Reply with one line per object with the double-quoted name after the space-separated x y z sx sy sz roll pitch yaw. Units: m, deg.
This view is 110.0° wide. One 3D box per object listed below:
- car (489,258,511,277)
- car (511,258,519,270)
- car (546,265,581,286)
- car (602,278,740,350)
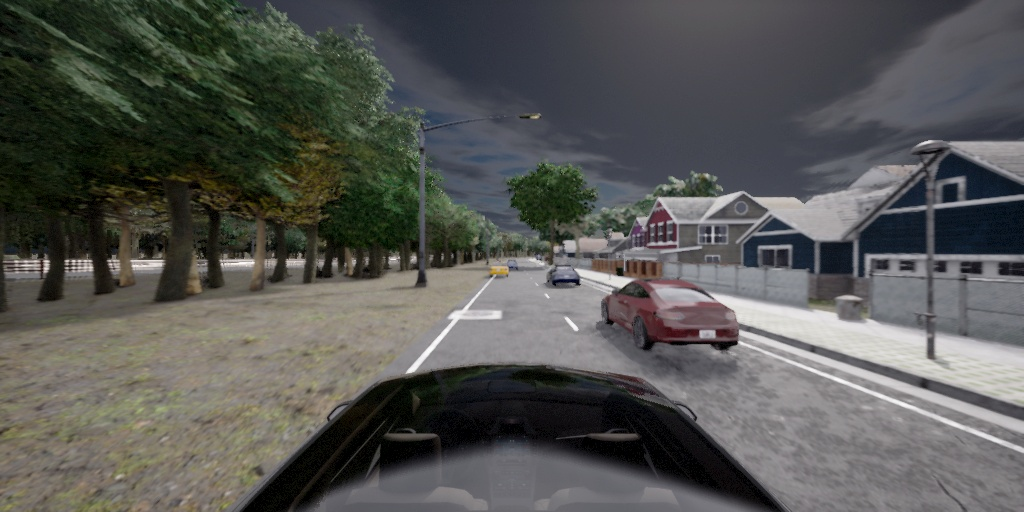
-1.231 1.221 35.030 1.801 1.575 5.366 0 0 0 "car"
-0.007 1.361 53.478 2.033 1.411 5.357 0 0 0 "car"
3.595 1.316 25.549 1.994 1.385 4.181 0 0 0 "car"
3.599 1.273 8.904 1.812 1.442 4.674 0 0 0 "car"
